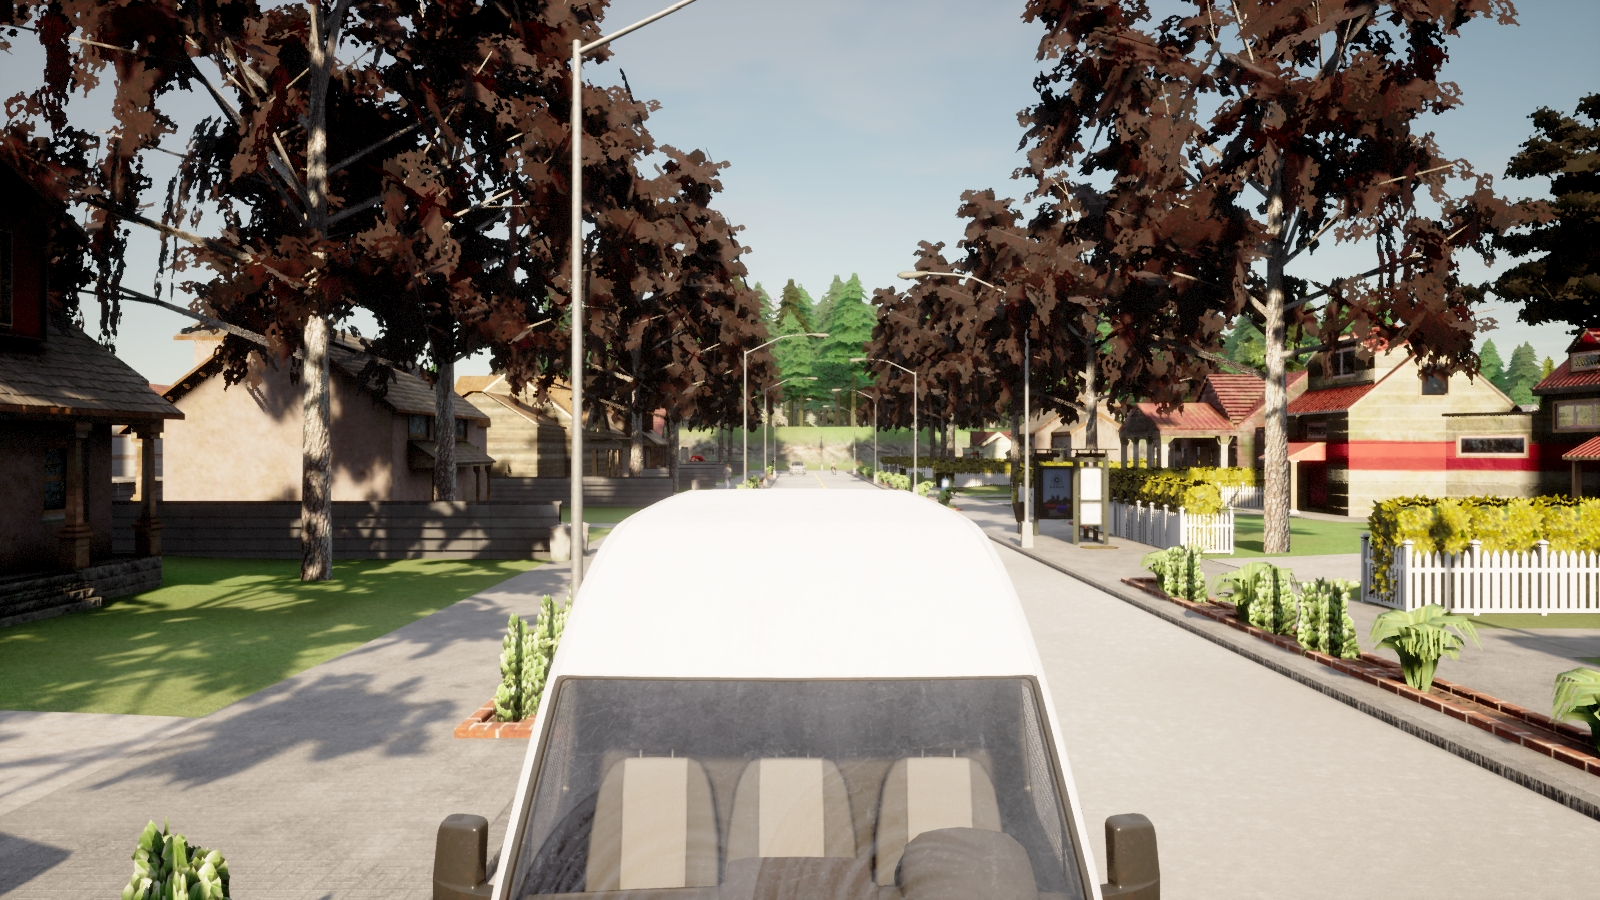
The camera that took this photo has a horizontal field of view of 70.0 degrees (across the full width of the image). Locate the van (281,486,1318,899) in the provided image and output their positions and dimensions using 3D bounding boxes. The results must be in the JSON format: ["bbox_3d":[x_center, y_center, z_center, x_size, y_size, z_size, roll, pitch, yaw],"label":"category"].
[{"bbox_3d":[-0.006,1.534,5.149,1.988,2.561,5.915,0,0,0],"label":"van"}]

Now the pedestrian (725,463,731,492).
[{"bbox_3d":[-4.611,1.743,73.152,0.375,1.860,0.375,0,0,2],"label":"pedestrian"}]
